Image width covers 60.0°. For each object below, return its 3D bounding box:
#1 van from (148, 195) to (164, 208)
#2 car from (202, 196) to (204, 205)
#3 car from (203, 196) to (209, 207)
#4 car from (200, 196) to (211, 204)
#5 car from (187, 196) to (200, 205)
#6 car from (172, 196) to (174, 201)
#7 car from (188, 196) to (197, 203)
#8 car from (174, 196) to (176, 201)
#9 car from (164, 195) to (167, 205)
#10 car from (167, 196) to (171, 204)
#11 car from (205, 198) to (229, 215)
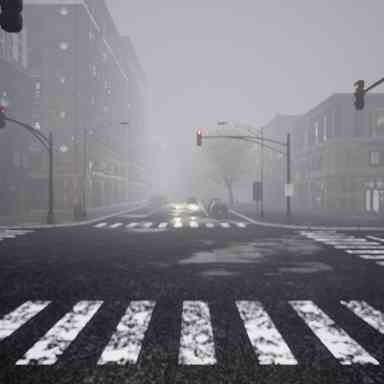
[{"bbox_3d":[-5.667,1.428,50.727,1.690,1.788,3.998,0,0,0],"label":"van"},{"bbox_3d":[2.711,1.514,45.024,1.967,1.590,4.097,0,0,0],"label":"car"},{"bbox_3d":[2.709,1.501,39.328,1.967,1.590,4.097,0,0,0],"label":"car"},{"bbox_3d":[2.722,1.575,67.812,1.967,1.590,4.097,0,0,0],"label":"car"},{"bbox_3d":[0.030,1.590,60.405,1.882,1.535,5.008,0,0,0],"label":"car"},{"bbox_3d":[-5.656,1.705,73.514,2.008,1.369,4.403,0,0,0],"label":"car"},{"bbox_3d":[0.035,1.581,70.822,1.812,1.442,4.674,0,0,0],"label":"car"},{"bbox_3d":[-5.649,1.738,90.435,1.752,1.417,4.829,0,0,0],"label":"car"},{"bbox_3d":[-5.664,1.684,56.424,1.802,1.307,4.206,0,0,0],"label":"car"},{"bbox_3d":[-5.662,1.433,62.121,2.192,1.841,5.009,0,0,0],"label":"car"},{"bbox_3d":[2.706,1.599,33.631,2.008,1.369,4.403,0,0,0],"label":"car"}]
